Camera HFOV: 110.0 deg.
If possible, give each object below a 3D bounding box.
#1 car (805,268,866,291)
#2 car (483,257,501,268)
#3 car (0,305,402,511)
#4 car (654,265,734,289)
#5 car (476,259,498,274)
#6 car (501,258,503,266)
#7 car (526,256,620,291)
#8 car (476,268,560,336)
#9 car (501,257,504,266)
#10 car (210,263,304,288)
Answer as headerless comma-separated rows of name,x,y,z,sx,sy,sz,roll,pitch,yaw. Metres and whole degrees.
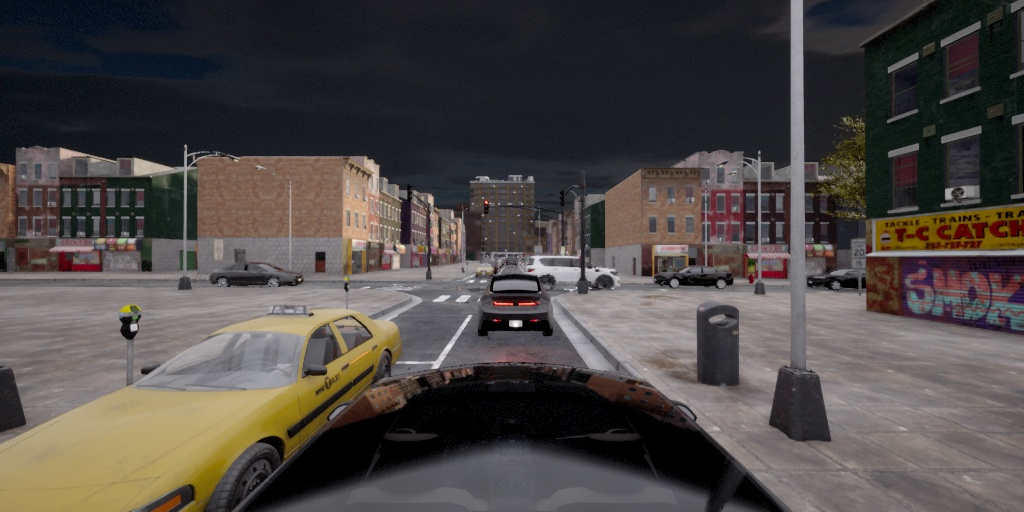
car,22.822,1.554,24.431,5.008,1.535,1.882,1,0,-1
car,-2.693,1.100,41.568,2.192,1.841,5.009,0,0,0
car,-2.641,1.276,3.998,1.751,1.417,4.829,0,0,0
car,12.255,1.393,24.366,5.008,1.535,1.882,1,0,0
car,-2.685,1.302,35.955,1.751,1.417,4.829,0,0,0
car,-2.708,1.357,52.456,2.007,1.370,4.403,0,0,0
car,3.502,1.016,21.357,5.566,2.045,2.150,1,0,0
car,0.084,1.257,10.381,1.837,1.490,4.892,0,0,0
car,-2.723,1.358,63.173,1.751,1.417,4.829,0,0,0
car,-15.004,1.157,21.238,4.892,1.490,1.837,0,0,0
